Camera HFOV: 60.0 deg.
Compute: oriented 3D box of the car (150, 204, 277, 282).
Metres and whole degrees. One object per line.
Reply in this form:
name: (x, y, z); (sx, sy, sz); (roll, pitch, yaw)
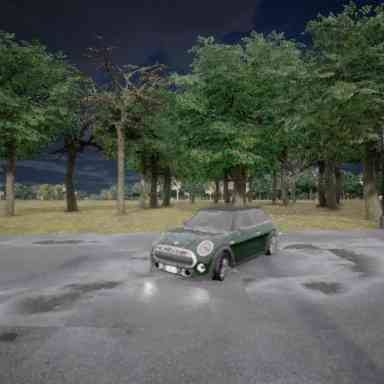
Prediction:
car: (0.843, 1.260, 10.118); (2.097, 1.767, 4.553); (3, 4, 38)
